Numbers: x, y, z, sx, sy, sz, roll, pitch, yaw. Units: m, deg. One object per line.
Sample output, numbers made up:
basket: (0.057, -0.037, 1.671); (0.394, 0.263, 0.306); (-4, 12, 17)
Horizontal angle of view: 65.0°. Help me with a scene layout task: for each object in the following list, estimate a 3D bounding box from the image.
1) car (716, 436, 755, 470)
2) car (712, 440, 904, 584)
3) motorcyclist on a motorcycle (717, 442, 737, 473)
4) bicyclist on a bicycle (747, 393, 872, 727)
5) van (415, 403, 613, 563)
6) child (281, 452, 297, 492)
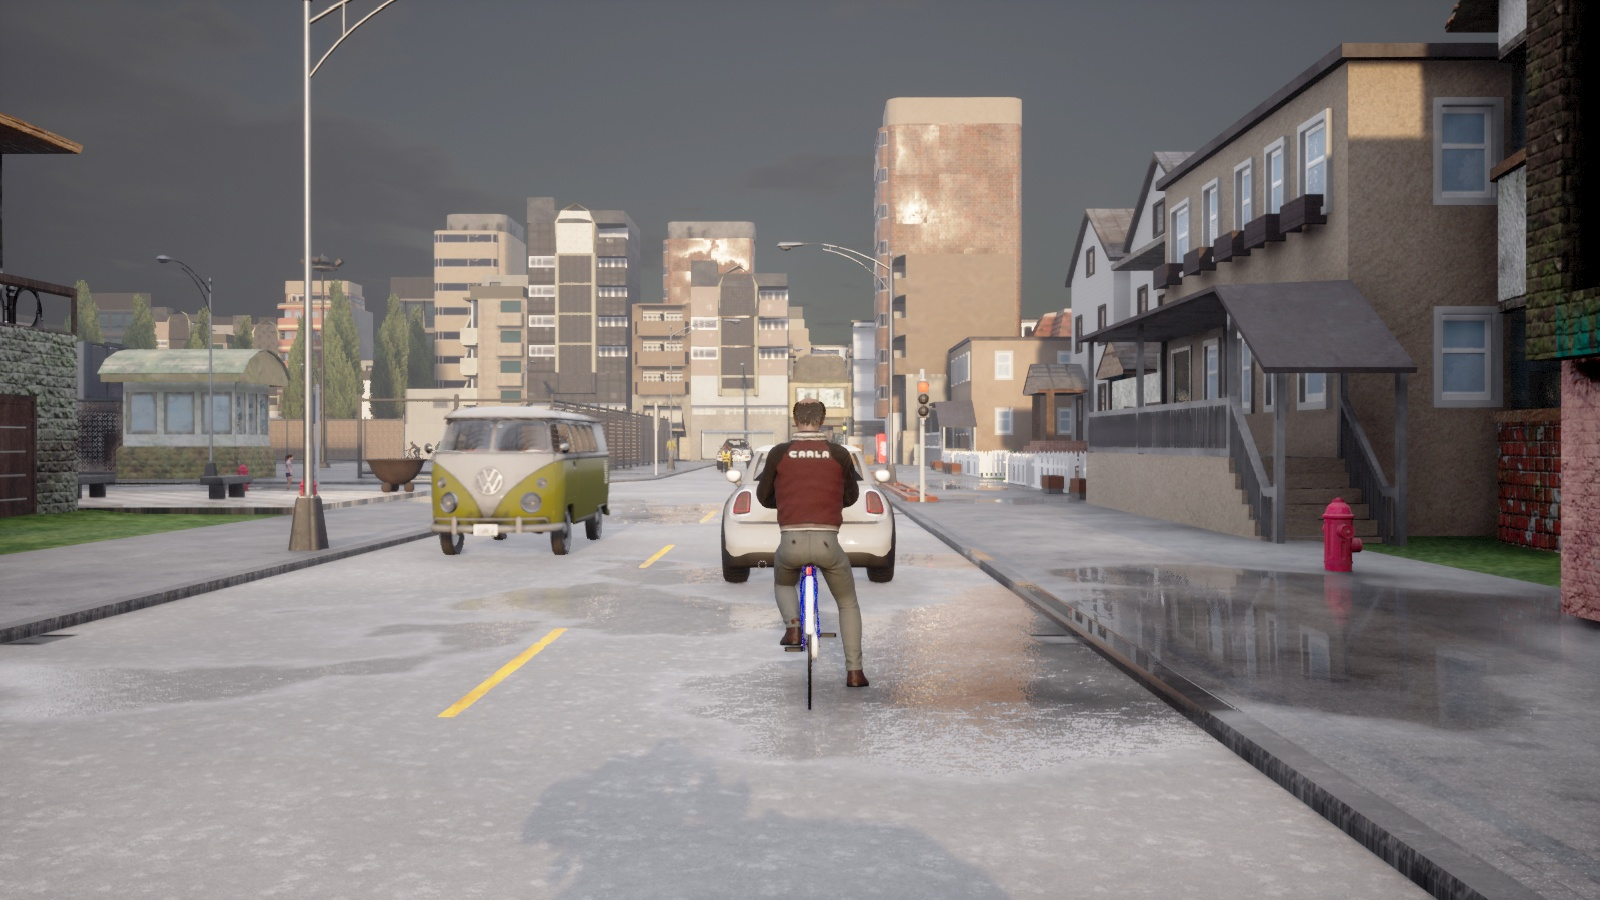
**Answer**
car: (-3.610, 0.161, 70.722); (1.932, 1.855, 4.605); (0, 0, 1)
car: (0.093, 0.628, 14.787); (1.970, 1.475, 3.806); (0, 0, 0)
motorcyclist on a motorcycle: (-3.636, 0.372, 62.667); (0.797, 1.523, 2.044); (0, 0, 2)
bicyclist on a bicycle: (0.056, 0.574, 7.591); (0.659, 1.776, 1.843); (0, 1, 0)
van: (-3.890, 0.395, 17.842); (1.775, 1.987, 4.442); (0, 0, 0)
child: (-14.515, 0.621, 35.680); (0.394, 1.110, 0.255); (0, 0, -15)
